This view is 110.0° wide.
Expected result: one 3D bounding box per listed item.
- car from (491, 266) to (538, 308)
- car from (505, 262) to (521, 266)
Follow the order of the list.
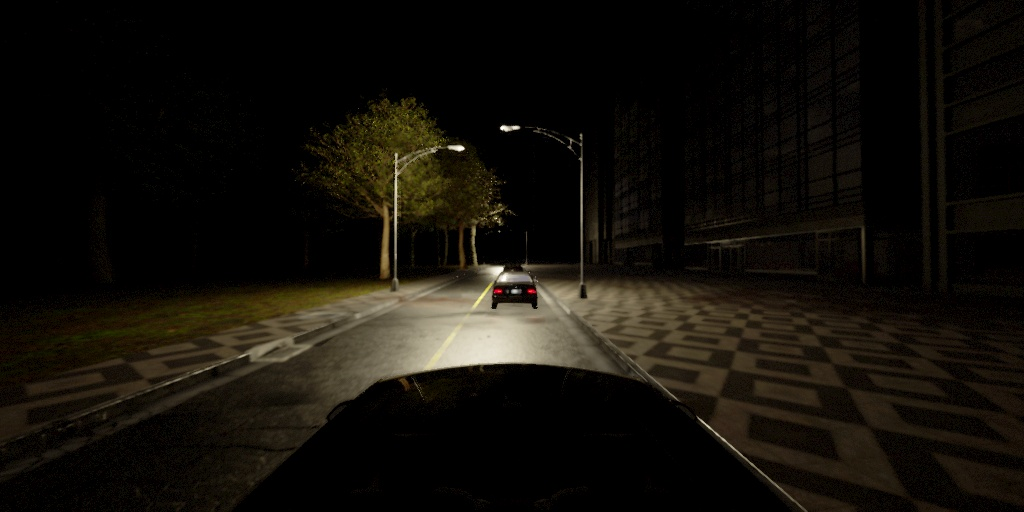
[{"bbox_3d":[0.097,1.323,15.374,2.033,1.411,5.357,0,0,0],"label":"car"},{"bbox_3d":[0.096,1.322,33.882,1.837,1.490,4.892,0,0,0],"label":"car"}]
